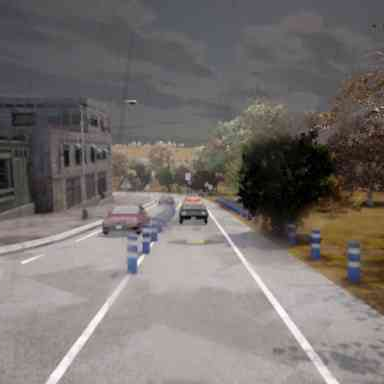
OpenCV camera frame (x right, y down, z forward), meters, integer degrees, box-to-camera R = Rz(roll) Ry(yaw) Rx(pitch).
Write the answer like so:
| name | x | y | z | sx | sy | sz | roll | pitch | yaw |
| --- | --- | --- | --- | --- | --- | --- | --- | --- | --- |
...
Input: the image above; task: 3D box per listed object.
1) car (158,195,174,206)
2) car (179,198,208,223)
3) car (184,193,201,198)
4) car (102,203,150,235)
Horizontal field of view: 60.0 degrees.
| name | x | y | z | sx | sy | sz | roll | pitch | yaw |
| --- | --- | --- | --- | --- | --- | --- | --- | --- | --- |
| car | -3.363 | 1.090 | 43.784 | 1.994 | 1.385 | 4.181 | 0 | 0 | 0 |
| car | 0.093 | 1.349 | 23.128 | 1.895 | 1.301 | 4.718 | 0 | 1 | 0 |
| car | 0.094 | 0.913 | 40.550 | 2.097 | 1.767 | 4.553 | 0 | 1 | -1 |
| car | -3.344 | 1.335 | 17.508 | 1.812 | 1.442 | 4.674 | 0 | 1 | 0 |
